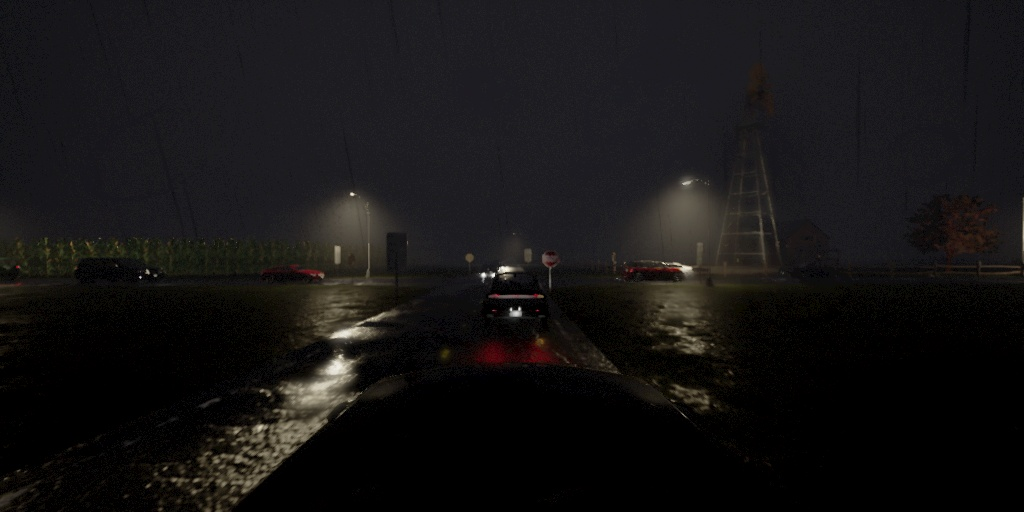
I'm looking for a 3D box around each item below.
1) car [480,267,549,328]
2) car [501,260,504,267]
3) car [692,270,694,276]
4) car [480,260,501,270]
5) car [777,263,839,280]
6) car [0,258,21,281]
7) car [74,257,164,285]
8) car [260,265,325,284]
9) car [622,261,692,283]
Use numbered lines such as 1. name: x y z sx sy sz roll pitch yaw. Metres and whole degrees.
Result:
1. car: 0.108 1.270 11.596 2.128 1.511 4.902 0 0 0
2. car: -2.741 1.395 61.093 1.837 1.490 4.892 0 0 1
3. car: 13.093 1.286 30.801 4.674 1.442 1.812 0 1 0
4. car: -2.808 1.423 44.869 1.994 1.385 4.181 0 0 1
5. car: 25.073 1.281 30.460 4.181 1.385 1.994 0 1 2
6. car: -46.622 1.201 31.235 5.566 2.045 2.150 0 1 -1
7. car: -31.060 1.163 28.450 5.566 2.045 2.150 1 1 0
8. car: -17.341 1.425 28.415 4.674 1.442 1.812 0 1 0
9. car: 11.035 1.149 27.902 4.553 1.767 2.097 0 1 -2
